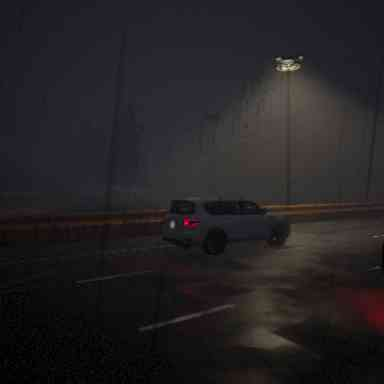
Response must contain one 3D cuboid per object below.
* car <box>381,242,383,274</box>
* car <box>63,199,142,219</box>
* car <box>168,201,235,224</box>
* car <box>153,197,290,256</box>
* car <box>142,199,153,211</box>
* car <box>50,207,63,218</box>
[{"bbox_3d":[6.851,1.480,8.564,5.008,1.535,1.882,0,0,-35],"label":"car"},{"bbox_3d":[-6.667,1.479,24.926,5.008,1.535,1.882,0,0,-35],"label":"car"},{"bbox_3d":[0.786,1.531,25.786,4.902,1.511,2.128,0,0,-35],"label":"car"},{"bbox_3d":[1.510,1.224,13.405,5.566,2.045,2.150,0,0,-35],"label":"car"},{"bbox_3d":[-5.631,1.482,34.121,5.008,1.535,1.882,0,0,-35],"label":"car"},{"bbox_3d":[-9.122,1.508,27.481,4.892,1.490,1.837,1,0,-35],"label":"car"}]
